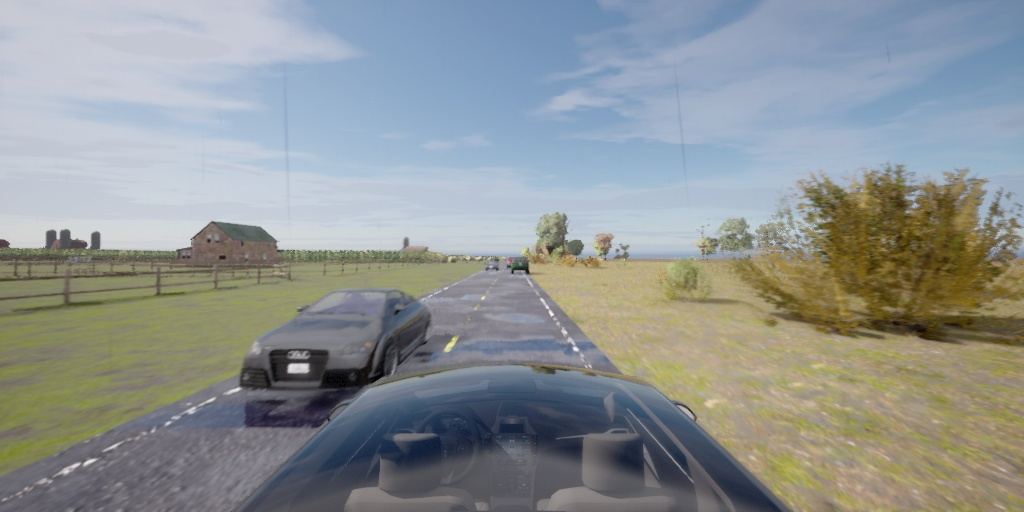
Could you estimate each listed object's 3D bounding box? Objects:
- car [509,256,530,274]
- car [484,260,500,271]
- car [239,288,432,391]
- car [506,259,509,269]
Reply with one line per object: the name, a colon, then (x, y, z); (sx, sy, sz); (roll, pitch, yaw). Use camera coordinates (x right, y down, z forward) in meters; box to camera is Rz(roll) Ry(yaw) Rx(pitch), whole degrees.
car: (0.965, 1.079, 42.827); (2.150, 2.045, 5.566); (0, 0, 0)
car: (-2.812, 1.377, 50.851); (2.128, 1.511, 4.902); (0, 0, 0)
car: (-2.850, 1.316, 6.780); (1.994, 1.385, 4.181); (0, 0, 0)
car: (0.003, 1.525, 60.675); (1.895, 1.301, 4.718); (0, 0, 0)
